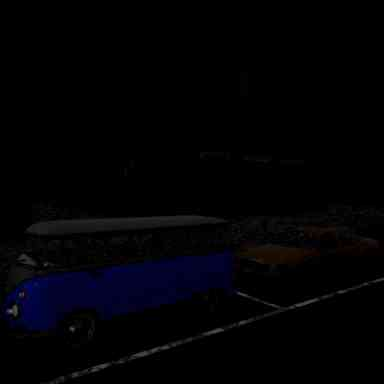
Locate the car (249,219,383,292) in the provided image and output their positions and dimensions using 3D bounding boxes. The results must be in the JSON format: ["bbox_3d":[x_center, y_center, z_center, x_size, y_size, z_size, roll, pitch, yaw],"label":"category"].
[{"bbox_3d":[3.216,1.526,8.927,4.829,1.417,1.752,0,0,-35],"label":"car"}]

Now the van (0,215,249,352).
[{"bbox_3d":[-1.079,1.341,5.877,3.998,1.788,1.690,0,0,-35],"label":"van"}]
